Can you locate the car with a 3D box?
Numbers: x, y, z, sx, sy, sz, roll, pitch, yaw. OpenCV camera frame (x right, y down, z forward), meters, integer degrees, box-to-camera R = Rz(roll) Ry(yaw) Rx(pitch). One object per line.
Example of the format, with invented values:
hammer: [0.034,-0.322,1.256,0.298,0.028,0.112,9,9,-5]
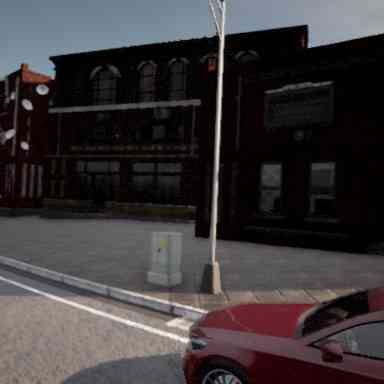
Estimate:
car: [2.115,1.721,3.322,4.674,1.442,1.812,0,-2,31]
